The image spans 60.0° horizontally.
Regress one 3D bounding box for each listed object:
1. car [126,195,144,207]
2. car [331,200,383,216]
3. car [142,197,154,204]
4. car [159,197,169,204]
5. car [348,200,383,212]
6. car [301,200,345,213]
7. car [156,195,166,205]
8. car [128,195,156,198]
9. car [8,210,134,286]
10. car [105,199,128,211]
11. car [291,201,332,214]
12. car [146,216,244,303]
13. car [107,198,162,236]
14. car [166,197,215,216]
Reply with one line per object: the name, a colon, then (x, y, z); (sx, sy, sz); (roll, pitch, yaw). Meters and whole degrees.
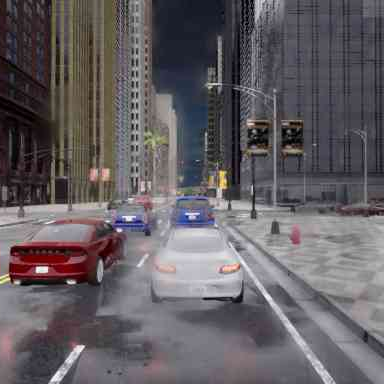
car: (-9.772, 1.502, 57.870); (2.150, 2.045, 5.566); (0, 0, 0)
car: (15.345, 1.577, 30.176); (4.206, 1.307, 1.802); (0, 0, -1)
car: (-9.674, 1.943, 73.593); (2.033, 1.411, 5.357); (0, 0, 0)
car: (-6.421, 1.927, 76.411); (1.837, 1.490, 4.892); (0, 0, 0)
car: (20.864, 1.643, 38.782); (4.313, 1.339, 1.947); (0, 0, -1)
car: (15.224, 1.663, 38.700); (4.313, 1.339, 1.947); (0, 0, -1)
car: (-6.465, 1.562, 65.611); (2.150, 2.045, 5.566); (0, -1, 1)
car: (-6.547, 1.409, 44.326); (2.150, 2.045, 5.566); (0, 0, 0)
car: (-3.142, 1.489, 9.462); (1.882, 1.535, 5.008); (0, 0, 0)
car: (-9.804, 1.662, 43.770); (1.882, 1.535, 5.008); (0, 0, 0)
car: (12.840, 1.636, 35.914); (4.181, 1.385, 1.994); (0, -1, -1)
car: (0.107, 1.534, 8.089); (1.812, 1.442, 4.674); (0, 0, 0)
car: (-3.131, 1.392, 18.688); (2.097, 1.767, 4.553); (0, 0, 0)
car: (0.044, 1.258, 17.791); (2.150, 2.045, 5.566); (0, 0, 1)
